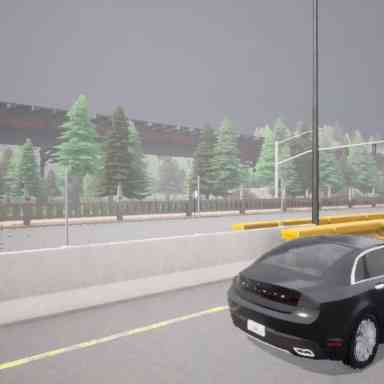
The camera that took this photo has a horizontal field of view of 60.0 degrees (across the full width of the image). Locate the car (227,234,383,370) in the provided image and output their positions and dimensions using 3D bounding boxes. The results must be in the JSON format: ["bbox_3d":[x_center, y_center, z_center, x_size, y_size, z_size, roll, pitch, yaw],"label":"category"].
[{"bbox_3d":[2.800,1.506,5.755,4.892,1.490,1.837,-1,0,-36],"label":"car"}]
